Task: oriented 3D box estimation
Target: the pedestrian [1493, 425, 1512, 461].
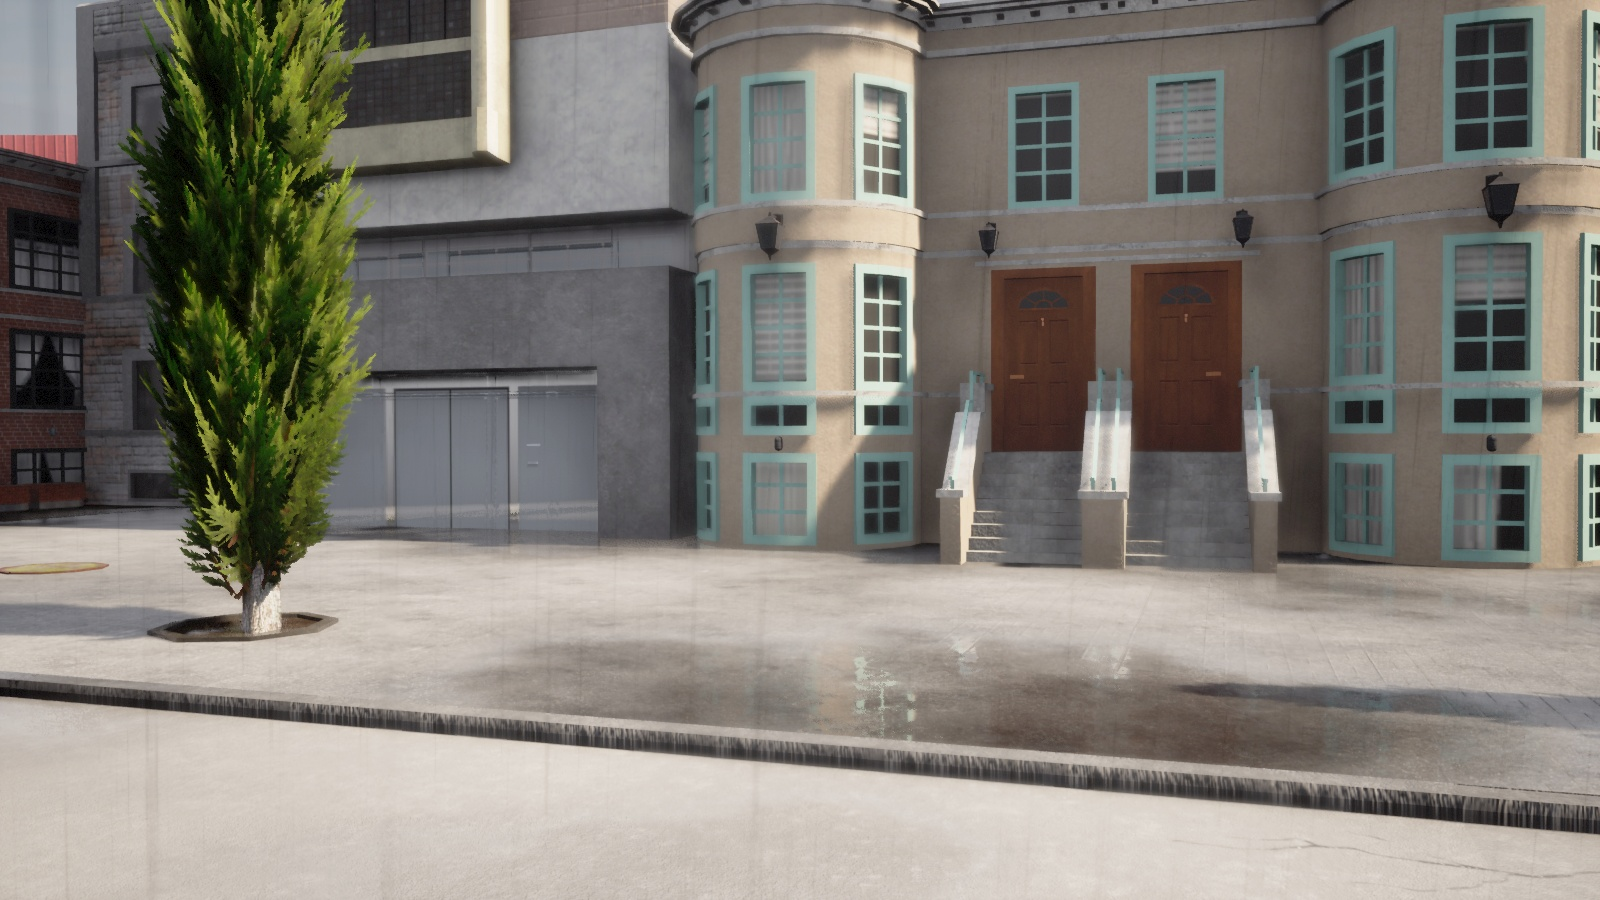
[{"bbox_3d":[36.042,-0.366,64.441,0.634,1.844,0.899,0,1,17],"label":"pedestrian"}]
